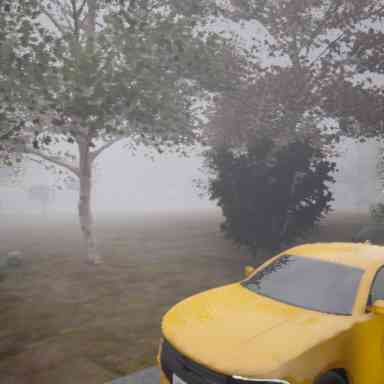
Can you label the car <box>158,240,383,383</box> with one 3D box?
[{"bbox_3d":[1.932,1.481,4.463,5.008,1.535,1.882,0,0,-35],"label":"car"}]
